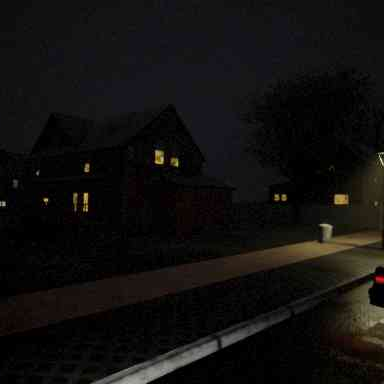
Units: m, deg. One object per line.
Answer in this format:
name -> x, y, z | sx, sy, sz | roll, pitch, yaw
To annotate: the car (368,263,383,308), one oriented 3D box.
car -> 5.569, 1.628, 7.064 | 5.357, 1.411, 2.033 | 1, -1, -43
